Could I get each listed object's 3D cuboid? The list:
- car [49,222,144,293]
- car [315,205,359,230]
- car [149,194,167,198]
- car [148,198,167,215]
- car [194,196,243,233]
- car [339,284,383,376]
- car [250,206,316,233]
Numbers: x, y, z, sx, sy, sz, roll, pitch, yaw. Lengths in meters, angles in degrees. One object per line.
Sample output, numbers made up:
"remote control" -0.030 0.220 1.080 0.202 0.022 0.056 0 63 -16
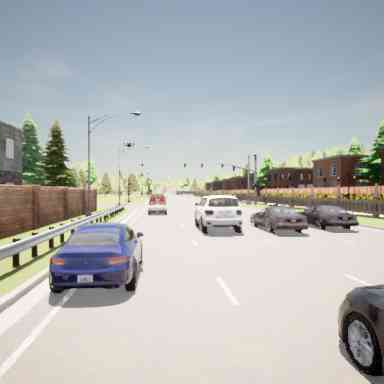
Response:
"car" -2.307 1.526 8.773 1.812 1.442 4.674 0 0 -6
"car" 8.351 1.547 21.169 2.033 1.411 5.357 0 0 -6
"car" -4.494 1.220 43.743 2.150 2.045 5.566 0 0 -5
"car" -3.483 1.600 33.824 1.895 1.301 4.718 0 0 -5
"car" 1.450 1.222 19.840 2.150 2.045 5.566 0 0 -6
"car" 3.134 1.504 2.761 1.837 1.490 4.892 0 0 -6
"car" 4.987 1.547 19.653 2.033 1.411 5.357 0 0 -6
